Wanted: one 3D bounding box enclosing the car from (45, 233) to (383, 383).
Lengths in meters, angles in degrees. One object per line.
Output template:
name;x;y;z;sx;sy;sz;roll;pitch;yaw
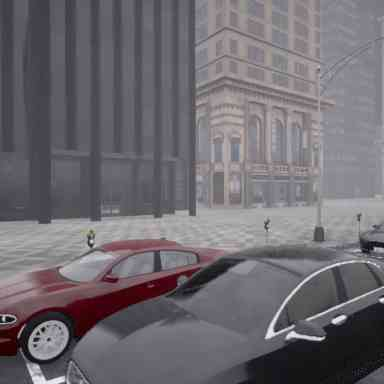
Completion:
car;1.031;1.504;4.114;4.892;1.490;1.837;0;0;-36

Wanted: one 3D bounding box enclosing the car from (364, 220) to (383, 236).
car;8.022;1.564;12.391;4.313;1.339;1.947;0;0;-36

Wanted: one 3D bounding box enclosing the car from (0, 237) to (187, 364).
car;-1.155;1.544;5.830;4.507;1.381;1.887;0;0;-36
